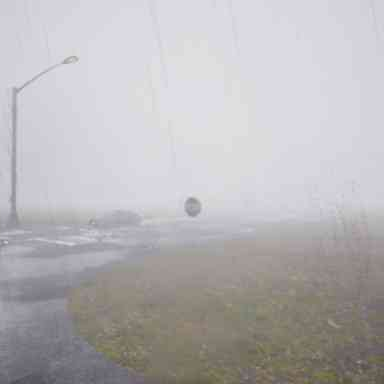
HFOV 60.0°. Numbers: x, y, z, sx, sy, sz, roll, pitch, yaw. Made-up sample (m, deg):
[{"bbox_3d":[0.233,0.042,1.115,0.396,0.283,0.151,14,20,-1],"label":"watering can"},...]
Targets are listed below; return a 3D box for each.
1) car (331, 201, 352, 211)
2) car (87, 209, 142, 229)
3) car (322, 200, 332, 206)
[{"bbox_3d":[24.705,2.257,54.366,1.812,1.442,4.674,0,-1,36],"label":"car"},{"bbox_3d":[-5.716,1.998,24.925,1.994,1.385,4.181,0,0,36],"label":"car"},{"bbox_3d":[30.475,2.452,73.981,1.994,1.385,4.181,0,-1,36],"label":"car"}]
